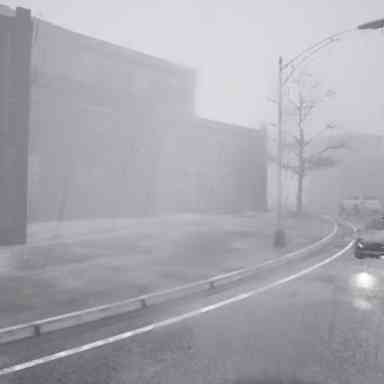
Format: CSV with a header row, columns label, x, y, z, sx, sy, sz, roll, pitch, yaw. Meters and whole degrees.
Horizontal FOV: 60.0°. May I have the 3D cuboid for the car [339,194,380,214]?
label,x,y,z,sx,sy,sz,roll,pitch,yaw
car,18.263,1.291,36.471,2.150,2.045,5.566,1,0,-1

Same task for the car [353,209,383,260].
label,x,y,z,sx,sy,sz,roll,pitch,yaw
car,7.324,1.579,12.183,2.033,1.411,5.357,0,0,35
